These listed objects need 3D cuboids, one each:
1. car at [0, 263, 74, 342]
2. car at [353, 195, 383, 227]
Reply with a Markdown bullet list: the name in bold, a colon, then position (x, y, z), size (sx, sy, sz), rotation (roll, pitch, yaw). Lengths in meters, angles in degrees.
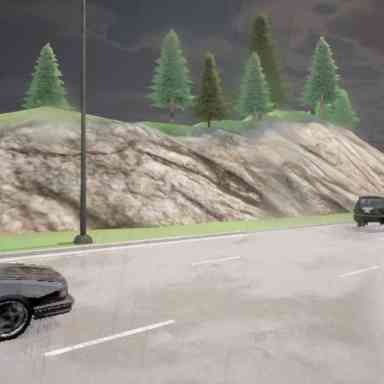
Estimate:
- **car**: position (-4.615, 1.547, 4.733), size (5.357, 1.411, 2.033), rotation (0, 0, -36)
- **car**: position (12.623, 1.223, 21.384), size (5.566, 2.045, 2.150), rotation (0, 0, -36)
